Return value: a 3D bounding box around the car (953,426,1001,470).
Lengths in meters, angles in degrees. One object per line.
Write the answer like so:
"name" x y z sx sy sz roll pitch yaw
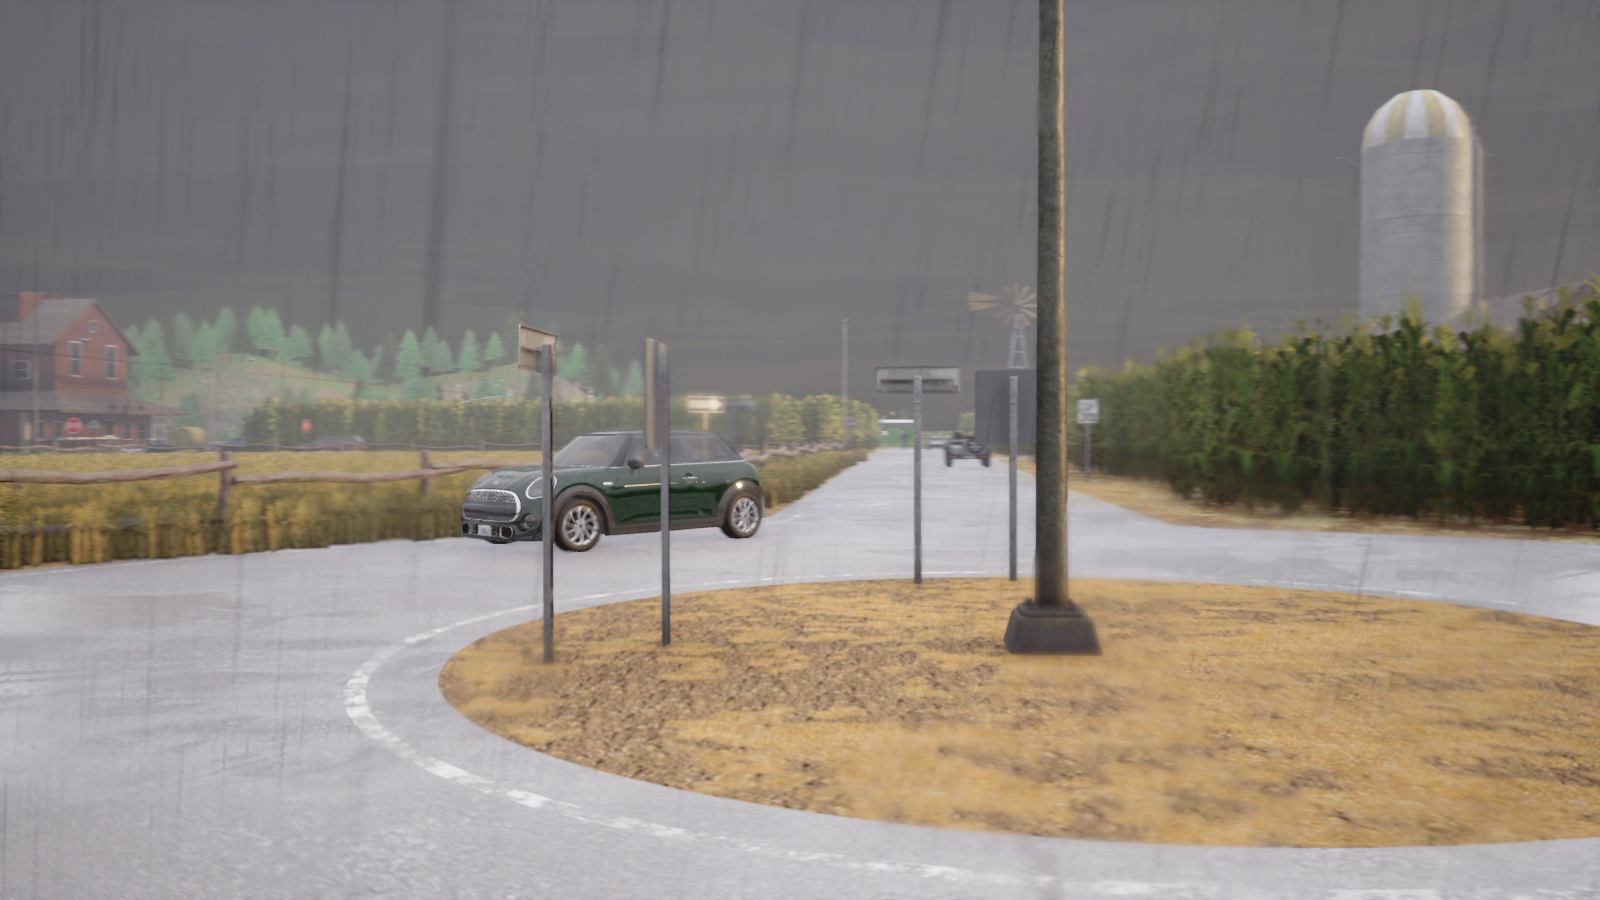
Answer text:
"car" 7.835 -0.134 55.949 1.932 1.855 4.605 0 1 6

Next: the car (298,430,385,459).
"car" -28.006 -0.353 76.744 4.553 1.767 2.097 0 1 5

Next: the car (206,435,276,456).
"car" -38.697 -0.339 87.104 2.033 1.411 5.357 0 1 5

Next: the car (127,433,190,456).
"car" -42.549 -0.396 83.390 1.970 1.475 3.806 0 1 5

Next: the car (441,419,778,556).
"car" -2.692 0.457 18.499 2.097 1.767 4.553 1 1 45
